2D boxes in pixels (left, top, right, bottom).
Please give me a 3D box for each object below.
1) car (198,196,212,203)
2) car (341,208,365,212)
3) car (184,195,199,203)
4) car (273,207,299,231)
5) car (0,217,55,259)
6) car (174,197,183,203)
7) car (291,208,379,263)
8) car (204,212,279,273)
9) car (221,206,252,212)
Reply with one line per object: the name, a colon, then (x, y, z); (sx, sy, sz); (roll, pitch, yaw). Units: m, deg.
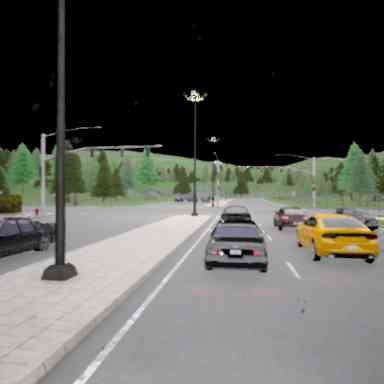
car: (3.434, 2.065, 85.415); (1.994, 1.385, 4.181); (0, 0, 8)
car: (9.855, 1.711, 20.981); (2.033, 1.411, 5.357); (0, 0, 8)
car: (-0.002, 1.727, 86.112); (2.150, 2.045, 5.566); (0, 0, 8)
car: (6.423, 1.679, 21.696); (1.812, 1.442, 4.674); (0, 0, 8)
car: (-6.709, 1.587, 11.469); (2.033, 1.411, 5.357); (0, 0, 8)
car: (-3.462, 1.969, 86.652); (1.882, 1.535, 5.008); (0, 0, 8)
car: (5.217, 1.573, 12.553); (1.882, 1.535, 5.008); (0, -1, 8)
car: (1.473, 1.618, 11.059); (2.033, 1.411, 5.357); (0, 0, 8)
car: (2.847, 1.615, 21.430); (1.882, 1.535, 5.008); (0, 0, 8)
